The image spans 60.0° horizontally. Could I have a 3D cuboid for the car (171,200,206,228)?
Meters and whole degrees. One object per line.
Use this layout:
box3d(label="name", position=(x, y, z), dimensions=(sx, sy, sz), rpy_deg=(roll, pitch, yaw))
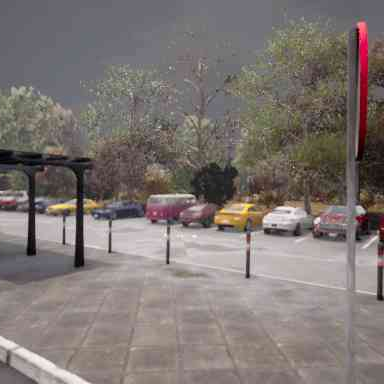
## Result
box3d(label="car", position=(1.005, 1.482, 22.010), dimensions=(2.002, 1.452, 4.674), rpy_deg=(1, 0, 36))

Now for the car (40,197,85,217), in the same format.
box3d(label="car", position=(-10.399, 1.303, 29.918), dimensions=(1.946, 1.575, 5.366), rpy_deg=(1, 0, 36))

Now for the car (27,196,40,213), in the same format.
box3d(label="car", position=(-12.534, 1.309, 31.704), dimensions=(2.163, 1.488, 4.792), rpy_deg=(1, 0, 36))

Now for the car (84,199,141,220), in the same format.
box3d(label="car", position=(-5.788, 1.390, 26.822), dimensions=(2.163, 1.488, 4.792), rpy_deg=(1, 0, 35))

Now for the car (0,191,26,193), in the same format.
box3d(label="car", position=(-21.604, 0.920, 38.102), dimensions=(2.435, 2.045, 5.566), rpy_deg=(1, 0, 36))

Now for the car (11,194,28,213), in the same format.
box3d(label="car", position=(-14.806, 1.253, 33.297), dimensions=(2.231, 1.521, 4.892), rpy_deg=(1, 0, 35))

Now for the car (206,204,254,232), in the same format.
box3d(label="car", position=(3.265, 1.469, 20.396), dimensions=(2.097, 1.535, 5.008), rpy_deg=(1, 0, 35))

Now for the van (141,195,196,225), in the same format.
box3d(label="van", position=(-1.183, 1.189, 23.717), dimensions=(1.878, 1.987, 4.442), rpy_deg=(1, 0, 36))

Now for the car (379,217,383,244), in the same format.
box3d(label="car", position=(10.051, 1.553, 15.570), dimensions=(2.097, 1.535, 5.008), rpy_deg=(1, 0, 35))

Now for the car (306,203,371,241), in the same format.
box3d(label="car", position=(7.807, 1.399, 17.202), dimensions=(2.185, 1.767, 4.553), rpy_deg=(1, 0, 35))

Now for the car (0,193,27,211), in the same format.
box3d(label="car", position=(-17.066, 1.225, 34.908), dimensions=(2.097, 1.535, 5.008), rpy_deg=(1, 0, 35))

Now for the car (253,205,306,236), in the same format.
box3d(label="car", position=(5.526, 1.537, 18.787), dimensions=(2.002, 1.452, 4.674), rpy_deg=(1, 0, 35))
